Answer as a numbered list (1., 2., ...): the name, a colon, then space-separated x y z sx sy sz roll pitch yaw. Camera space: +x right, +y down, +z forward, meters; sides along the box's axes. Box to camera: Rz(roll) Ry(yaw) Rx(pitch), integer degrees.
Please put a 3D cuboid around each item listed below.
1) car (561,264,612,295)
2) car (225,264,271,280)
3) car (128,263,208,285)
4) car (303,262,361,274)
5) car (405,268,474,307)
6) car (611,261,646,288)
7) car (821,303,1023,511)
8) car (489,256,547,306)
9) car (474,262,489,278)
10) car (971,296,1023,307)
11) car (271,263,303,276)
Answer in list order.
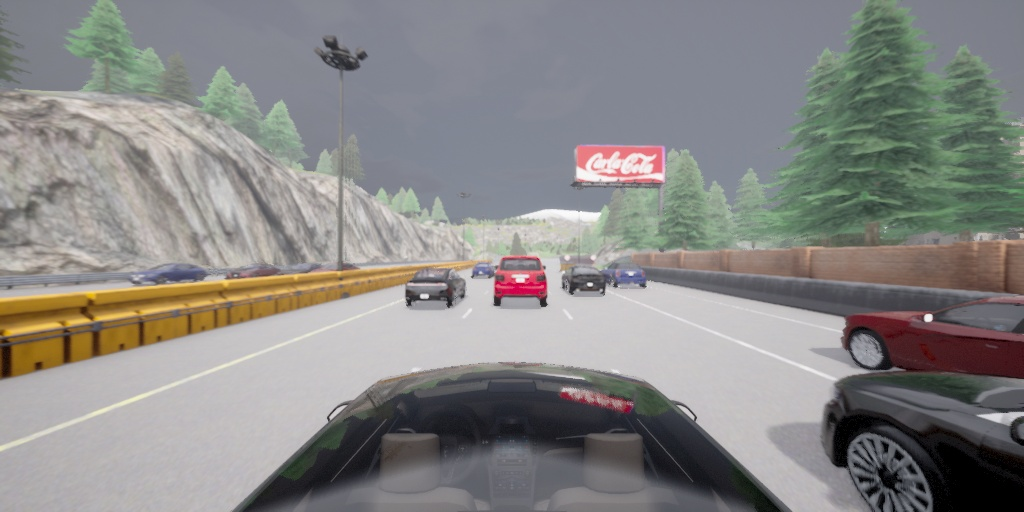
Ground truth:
1. car: 3.956 1.275 20.403 1.882 1.535 5.008 0 0 1
2. car: -20.499 1.289 28.653 1.994 1.385 4.181 0 0 2
3. car: -24.098 1.231 25.400 1.812 1.442 4.674 0 0 2
4. car: -13.524 1.225 27.757 1.882 1.535 5.008 0 0 2
5. car: -3.142 1.256 15.491 2.128 1.511 4.902 0 0 1
6. car: 7.548 1.170 24.748 2.097 1.767 4.553 0 0 1
7. car: 3.669 1.255 1.174 2.128 1.511 4.902 0 0 0
8. car: 0.377 0.999 16.154 2.150 2.045 5.566 0 0 1
9. car: -2.757 1.324 34.689 1.812 1.442 4.674 0 0 1
10. car: 7.180 1.259 4.733 1.882 1.535 5.008 0 0 0
11. car: -16.964 1.286 29.769 2.033 1.411 5.357 0 0 1
